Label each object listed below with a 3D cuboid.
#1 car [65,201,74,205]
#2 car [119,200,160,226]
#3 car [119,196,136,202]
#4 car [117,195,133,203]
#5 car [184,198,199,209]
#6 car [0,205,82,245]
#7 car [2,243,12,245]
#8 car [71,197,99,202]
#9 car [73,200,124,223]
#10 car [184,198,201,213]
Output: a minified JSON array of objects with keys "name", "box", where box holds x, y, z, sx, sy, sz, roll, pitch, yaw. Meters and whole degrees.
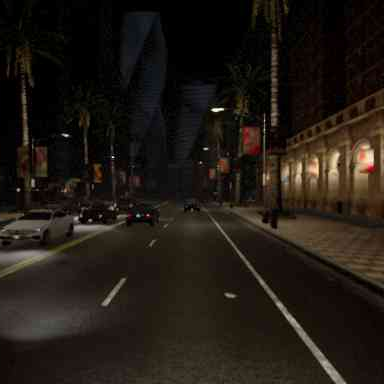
[{"name":"car","box":[-10.501,1.612,24.387,1.895,1.301,4.718,0,0,0]},{"name":"car","box":[-3.399,1.558,23.605,2.033,1.411,5.357,0,0,0]},{"name":"car","box":[-6.983,1.368,35.671,2.097,1.767,4.553,0,0,0]},{"name":"car","box":[-13.931,1.511,69.411,2.231,1.521,4.892,0,0,-1]},{"name":"car","box":[-0.111,1.569,48.277,2.033,1.411,5.357,0,0,0]},{"name":"car","box":[-7.013,1.533,15.648,1.812,1.442,4.674,0,0,0]},{"name":"car","box":[-3.400,1.506,2.269,1.837,1.490,4.892,0,0,0]},{"name":"car","box":[-10.481,1.507,34.832,2.128,1.511,4.902,0,0,0]},{"name":"car","box":[-7.001,1.559,25.541,2.033,1.411,5.357,0,0,0]},{"name":"car","box":[0.001,1.618,37.614,1.895,1.301,4.718,0,0,-1]}]
